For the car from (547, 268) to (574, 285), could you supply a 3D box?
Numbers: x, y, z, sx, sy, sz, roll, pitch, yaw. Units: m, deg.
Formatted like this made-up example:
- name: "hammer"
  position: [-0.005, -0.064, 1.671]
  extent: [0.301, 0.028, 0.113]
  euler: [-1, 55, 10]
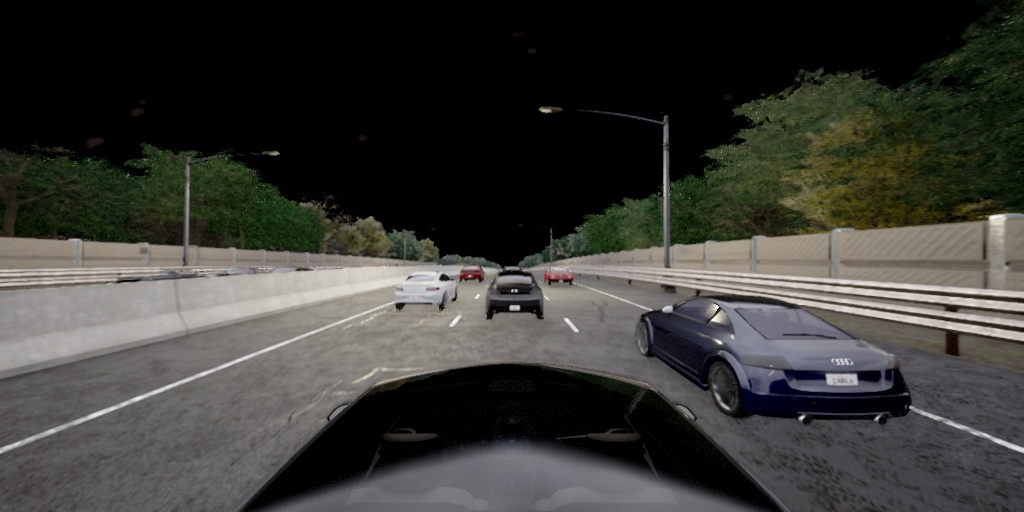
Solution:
- name: "car"
  position: [3.555, 1.584, 28.242]
  extent: [1.895, 1.301, 4.718]
  euler: [0, -1, 0]

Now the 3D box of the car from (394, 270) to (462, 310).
- name: "car"
  position: [-3.421, 1.333, 14.805]
  extent: [1.812, 1.442, 4.674]
  euler: [0, 0, 0]

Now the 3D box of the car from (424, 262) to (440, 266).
- name: "car"
  position: [-14.123, 2.123, 63.209]
  extent: [2.150, 2.045, 5.566]
  euler: [0, -2, 0]

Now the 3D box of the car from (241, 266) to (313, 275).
- name: "car"
  position: [-14.134, 1.379, 22.652]
  extent: [1.882, 1.535, 5.008]
  euler: [0, -1, 0]

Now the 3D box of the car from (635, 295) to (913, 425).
- name: "car"
  position: [3.594, 1.321, 5.912]
  extent: [1.994, 1.385, 4.181]
  euler: [0, 0, 0]

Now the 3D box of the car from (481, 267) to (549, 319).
- name: "car"
  position: [0.082, 1.295, 12.981]
  extent: [1.837, 1.490, 4.892]
  euler: [0, 0, 0]

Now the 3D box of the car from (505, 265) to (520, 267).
- name: "car"
  position: [0.053, 1.525, 30.137]
  extent: [1.837, 1.490, 4.892]
  euler: [0, -1, 0]

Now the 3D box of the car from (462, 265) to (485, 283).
- name: "car"
  position: [-3.449, 1.534, 31.793]
  extent: [1.882, 1.535, 5.008]
  euler: [0, -1, 0]

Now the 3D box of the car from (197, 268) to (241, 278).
- name: "car"
  position: [-17.633, 1.479, 23.473]
  extent: [1.994, 1.385, 4.181]
  euler: [0, -1, 0]

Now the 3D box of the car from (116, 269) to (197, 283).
- name: "car"
  position: [-21.133, 1.498, 22.086]
  extent: [1.895, 1.301, 4.718]
  euler: [0, -1, 0]
